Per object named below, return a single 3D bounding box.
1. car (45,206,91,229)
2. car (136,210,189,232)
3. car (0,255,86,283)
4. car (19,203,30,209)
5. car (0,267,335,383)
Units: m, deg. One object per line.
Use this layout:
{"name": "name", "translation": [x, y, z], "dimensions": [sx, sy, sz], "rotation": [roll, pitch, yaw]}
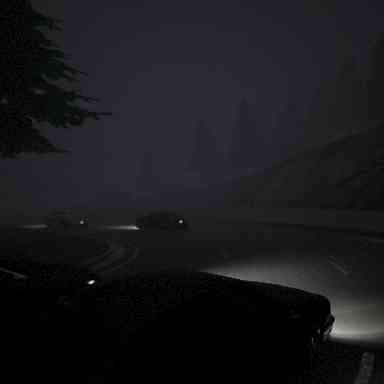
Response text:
{"name": "car", "translation": [-9.782, 2.056, 26.073], "dimensions": [4.674, 1.442, 1.812], "rotation": [-1, -1, 43]}
{"name": "car", "translation": [-2.147, 1.981, 23.467], "dimensions": [1.994, 1.385, 4.181], "rotation": [1, -1, -44]}
{"name": "car", "translation": [-3.913, 1.621, 5.271], "dimensions": [4.902, 1.511, 2.128], "rotation": [0, -1, -36]}
{"name": "car", "translation": [-39.088, 3.212, 77.726], "dimensions": [1.994, 1.385, 4.181], "rotation": [0, -1, -34]}
{"name": "car", "translation": [-0.186, 1.616, 3.633], "dimensions": [2.033, 1.411, 5.357], "rotation": [-1, -1, 40]}
